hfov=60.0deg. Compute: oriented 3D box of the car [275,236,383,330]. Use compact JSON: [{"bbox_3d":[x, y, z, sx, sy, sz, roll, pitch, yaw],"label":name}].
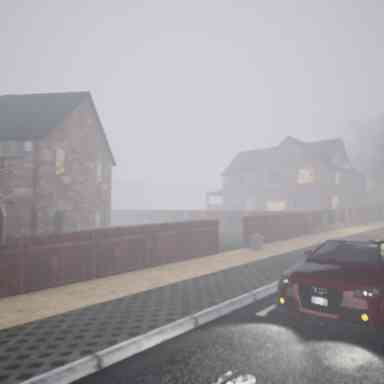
[{"bbox_3d":[3.540,1.728,7.270,1.994,1.385,4.181,-2,-2,42],"label":"car"}]
